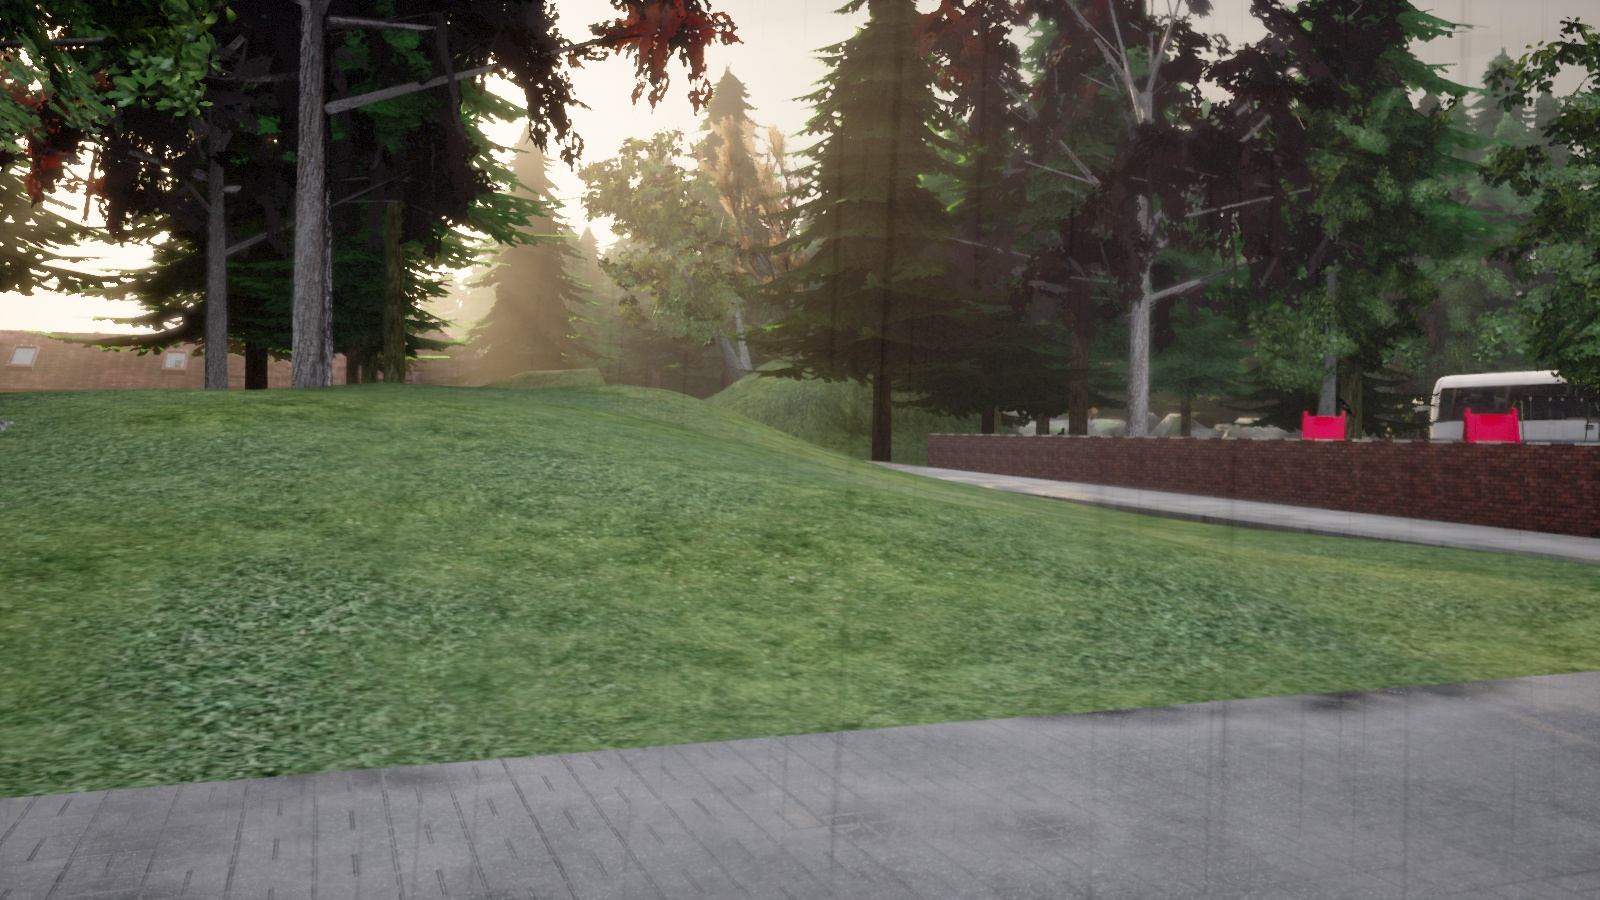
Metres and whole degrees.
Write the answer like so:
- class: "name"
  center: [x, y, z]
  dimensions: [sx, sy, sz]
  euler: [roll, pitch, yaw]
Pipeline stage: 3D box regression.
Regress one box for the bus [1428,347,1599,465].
- class: "bus"
  center: [29.840, -1.615, 48.172]
  dimensions: [3.944, 4.253, 10.273]
  euler: [-1, 1, -21]
